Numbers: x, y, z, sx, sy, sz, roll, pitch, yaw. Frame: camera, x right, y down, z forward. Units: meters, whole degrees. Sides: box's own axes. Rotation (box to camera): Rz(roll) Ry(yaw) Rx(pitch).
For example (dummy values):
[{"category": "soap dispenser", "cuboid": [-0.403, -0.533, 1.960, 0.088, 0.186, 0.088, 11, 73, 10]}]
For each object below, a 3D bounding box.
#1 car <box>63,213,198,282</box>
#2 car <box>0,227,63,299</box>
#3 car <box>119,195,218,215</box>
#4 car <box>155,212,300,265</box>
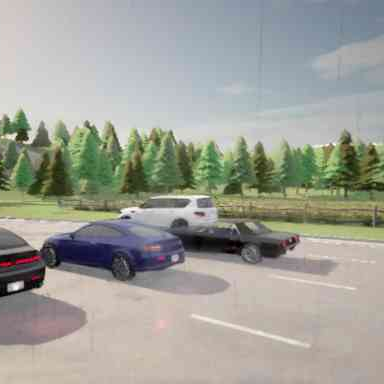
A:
[{"category": "car", "cuboid": [-2.379, 1.505, 9.671, 4.674, 1.442, 1.812, 0, 0, 32]}, {"category": "car", "cuboid": [-5.310, 1.487, 7.392, 4.892, 1.490, 1.837, 0, -1, 31]}, {"category": "car", "cuboid": [-1.339, 1.186, 17.291, 5.566, 2.045, 2.150, 0, 0, 30]}, {"category": "car", "cuboid": [1.152, 1.578, 11.615, 4.718, 1.301, 1.895, 0, 0, 33]}]
